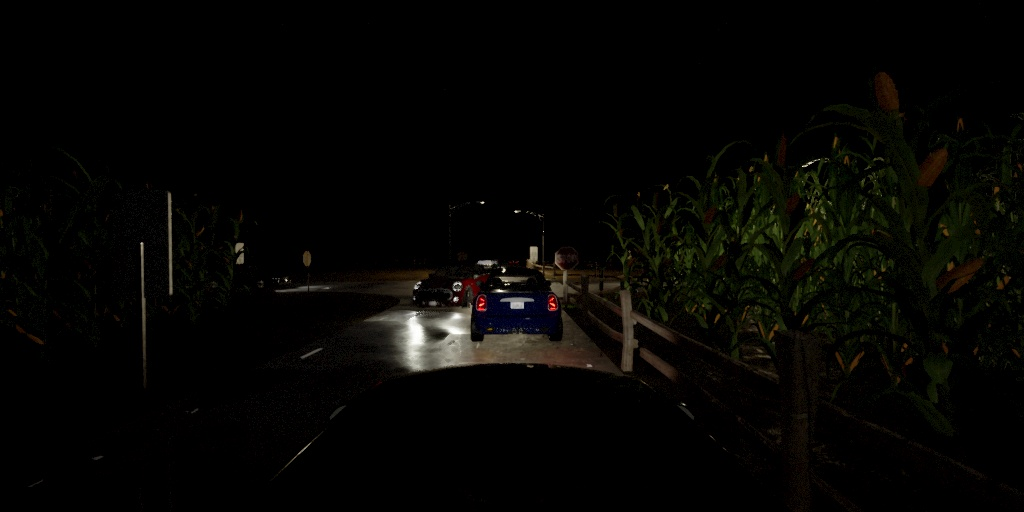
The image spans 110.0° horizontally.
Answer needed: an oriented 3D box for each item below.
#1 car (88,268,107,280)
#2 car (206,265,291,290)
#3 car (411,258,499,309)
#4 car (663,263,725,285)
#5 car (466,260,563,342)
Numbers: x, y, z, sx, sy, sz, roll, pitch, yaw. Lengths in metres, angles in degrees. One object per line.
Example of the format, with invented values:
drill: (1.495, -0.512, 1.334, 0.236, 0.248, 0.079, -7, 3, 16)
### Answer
car: (-25.614, 1.370, 22.499, 4.181, 1.385, 1.994, 0, 1, 1)
car: (-16.559, 1.289, 22.466, 4.892, 1.490, 1.837, 0, 1, 0)
car: (-2.293, 1.093, 14.913, 2.097, 1.767, 4.553, 0, 0, 14)
car: (12.824, 1.187, 25.334, 5.008, 1.535, 1.882, 0, 1, -2)
car: (0.058, 1.098, 9.972, 2.097, 1.767, 4.553, 0, 0, -2)
